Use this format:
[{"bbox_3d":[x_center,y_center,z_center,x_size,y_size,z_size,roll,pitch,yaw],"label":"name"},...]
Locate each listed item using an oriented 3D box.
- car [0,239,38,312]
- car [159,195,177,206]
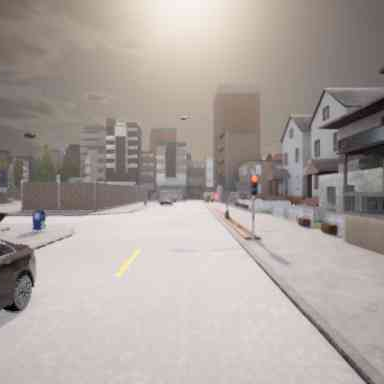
[{"bbox_3d":[-4.085,1.482,4.875,2.128,1.511,4.902,0,0,0],"label":"car"},{"bbox_3d":[-4.043,1.439,53.069,2.033,1.411,5.357,0,0,1],"label":"car"}]
